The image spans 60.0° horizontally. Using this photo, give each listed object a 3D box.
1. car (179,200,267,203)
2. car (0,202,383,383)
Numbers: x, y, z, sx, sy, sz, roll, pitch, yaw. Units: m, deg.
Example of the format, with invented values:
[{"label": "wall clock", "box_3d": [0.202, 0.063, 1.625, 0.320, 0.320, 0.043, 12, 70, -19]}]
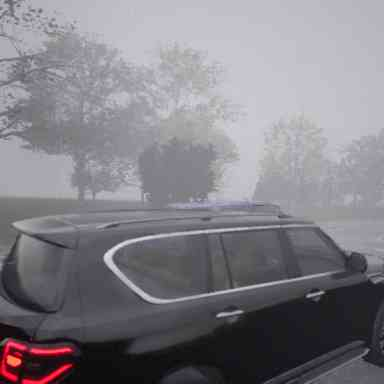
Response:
[{"label": "car", "box_3d": [0.188, 1.250, 8.407, 5.566, 2.045, 2.150, 0, 0, -35]}, {"label": "car", "box_3d": [0.556, 1.237, 4.138, 5.566, 2.045, 2.150, 0, 0, -35]}]
